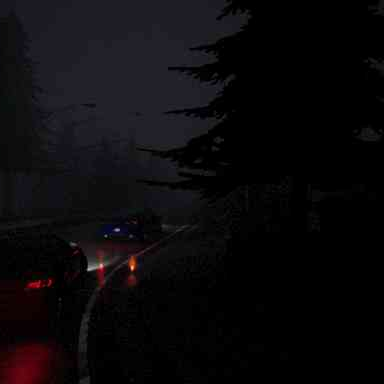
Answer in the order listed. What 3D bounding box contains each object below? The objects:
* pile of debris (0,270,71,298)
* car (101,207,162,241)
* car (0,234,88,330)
[{"bbox_3d":[-3.956,2.185,8.018,1.500,0.140,1.860,0,0,-4],"label":"pile of debris"},{"bbox_3d":[-2.879,1.496,16.856,1.882,1.535,5.008,0,0,8],"label":"car"},{"bbox_3d":[-3.470,1.568,6.968,1.994,1.385,4.181,0,0,-11],"label":"car"}]
